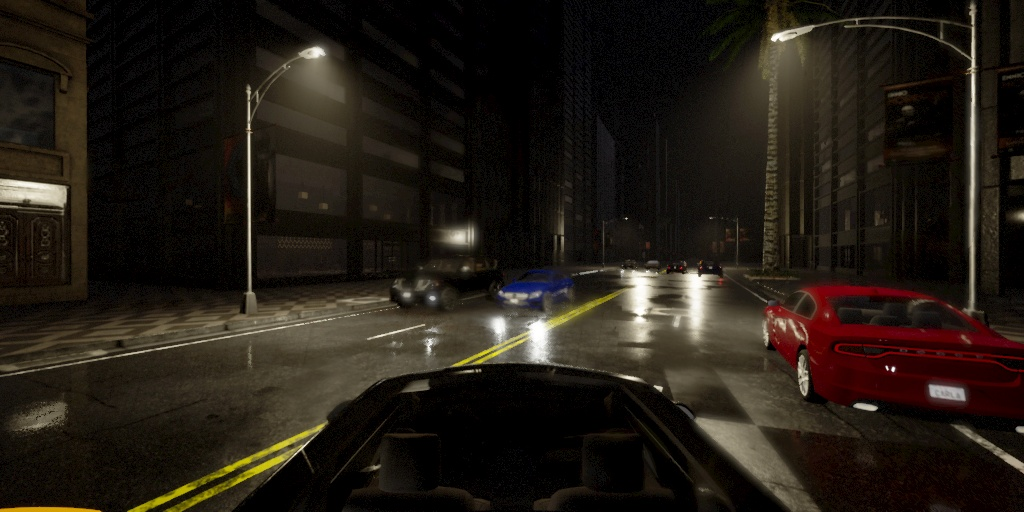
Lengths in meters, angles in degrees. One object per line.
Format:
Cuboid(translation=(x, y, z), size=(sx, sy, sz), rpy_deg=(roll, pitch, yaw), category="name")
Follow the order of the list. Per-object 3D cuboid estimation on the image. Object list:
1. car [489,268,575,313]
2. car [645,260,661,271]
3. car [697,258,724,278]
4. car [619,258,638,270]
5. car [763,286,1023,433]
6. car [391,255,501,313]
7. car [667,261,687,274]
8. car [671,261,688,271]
Cuboid(translation=(1.150, 1.275, 14.249), size=(1.812, 1.442, 4.674), rpy_deg=(0, 0, 27), category="car")
Cuboid(translation=(20.390, 1.322, 51.680), size=(2.033, 1.411, 5.357), rpy_deg=(0, 0, 27), category="car")
Cuboid(translation=(19.269, 1.114, 34.891), size=(2.097, 1.767, 4.553), rpy_deg=(0, 0, 27), category="car")
Cuboid(translation=(17.354, 1.280, 52.880), size=(1.837, 1.490, 4.892), rpy_deg=(0, 0, 27), category="car")
Cuboid(translation=(5.511, 1.227, 5.806), size=(1.882, 1.535, 5.008), rpy_deg=(0, 0, 27), category="car")
Cuboid(translation=(-2.310, 0.971, 14.629), size=(2.150, 2.045, 5.566), rpy_deg=(0, 0, 27), category="car")
Cuboid(translation=(18.625, 1.313, 40.713), size=(2.033, 1.411, 5.357), rpy_deg=(0, 0, 27), category="car")
Cuboid(translation=(23.507, 1.376, 50.214), size=(1.895, 1.301, 4.718), rpy_deg=(0, 0, 27), category="car")
